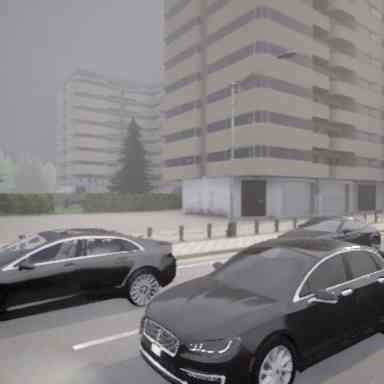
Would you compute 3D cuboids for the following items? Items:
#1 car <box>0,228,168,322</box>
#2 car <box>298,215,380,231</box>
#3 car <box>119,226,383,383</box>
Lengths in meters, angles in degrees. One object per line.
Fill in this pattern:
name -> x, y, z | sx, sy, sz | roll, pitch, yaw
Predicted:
car -> -2.578, 1.499, 6.454 | 4.902, 1.511, 2.128 | 0, 0, -36
car -> 4.945, 1.584, 11.814 | 4.674, 1.442, 1.812 | 0, 0, -35
car -> 1.578, 1.528, 5.121 | 4.892, 1.490, 1.837 | 1, 0, -36
